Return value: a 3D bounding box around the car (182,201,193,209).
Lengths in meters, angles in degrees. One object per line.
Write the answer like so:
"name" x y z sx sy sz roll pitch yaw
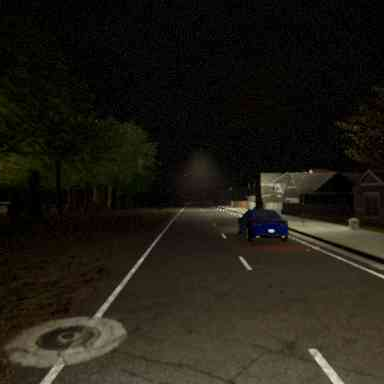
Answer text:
"car" -1.217 2.810 71.728 1.812 1.442 4.674 0 -1 0

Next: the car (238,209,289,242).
"car" 3.602 1.641 17.560 1.882 1.535 5.008 0 -1 0

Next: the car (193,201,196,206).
"car" 0.010 3.089 90.026 2.033 1.411 5.357 0 -1 0
